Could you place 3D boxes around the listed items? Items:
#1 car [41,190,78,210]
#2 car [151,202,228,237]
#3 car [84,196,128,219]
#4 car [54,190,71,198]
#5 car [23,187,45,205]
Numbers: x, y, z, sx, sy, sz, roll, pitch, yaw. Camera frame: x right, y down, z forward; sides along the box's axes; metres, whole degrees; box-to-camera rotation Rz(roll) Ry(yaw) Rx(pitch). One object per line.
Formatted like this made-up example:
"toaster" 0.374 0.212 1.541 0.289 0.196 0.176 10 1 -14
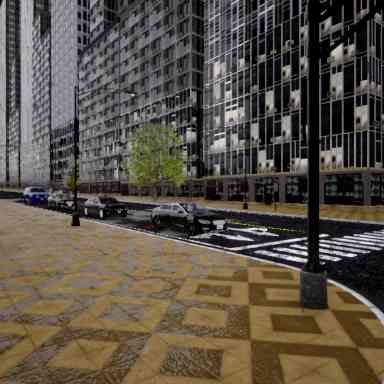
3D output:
"car" -12.844 0.884 32.826 2.128 1.511 4.902 0 1 -38
"car" -0.254 1.257 16.790 2.128 1.511 4.902 0 1 -38
"car" -6.467 1.086 24.689 1.837 1.490 4.892 0 1 -38
"car" -25.299 0.299 64.880 1.812 1.442 4.674 0 1 -38
"car" -19.148 0.422 40.958 2.150 2.045 5.566 0 1 -38
